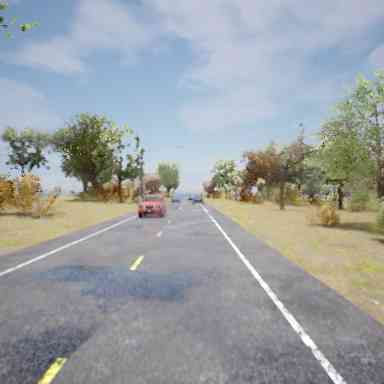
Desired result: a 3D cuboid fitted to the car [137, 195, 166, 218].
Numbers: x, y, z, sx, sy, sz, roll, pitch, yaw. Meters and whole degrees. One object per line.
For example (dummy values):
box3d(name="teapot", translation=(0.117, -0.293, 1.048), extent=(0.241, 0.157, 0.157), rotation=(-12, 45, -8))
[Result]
box3d(name="car", translation=(-3.594, 1.271, 30.739), extent=(2.150, 2.045, 5.566), rotation=(0, 0, 0))

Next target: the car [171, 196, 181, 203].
box3d(name="car", translation=(-3.491, 1.649, 72.123), extent=(1.882, 1.535, 5.008), rotation=(0, 0, 0))

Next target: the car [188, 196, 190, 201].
box3d(name="car", translation=(0.011, 1.707, 83.481), extent=(1.895, 1.301, 4.718), rotation=(0, 0, 0))

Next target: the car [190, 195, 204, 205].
box3d(name="car", translation=(1.232, 1.524, 64.649), extent=(2.097, 1.767, 4.553), rotation=(0, 0, 0))
